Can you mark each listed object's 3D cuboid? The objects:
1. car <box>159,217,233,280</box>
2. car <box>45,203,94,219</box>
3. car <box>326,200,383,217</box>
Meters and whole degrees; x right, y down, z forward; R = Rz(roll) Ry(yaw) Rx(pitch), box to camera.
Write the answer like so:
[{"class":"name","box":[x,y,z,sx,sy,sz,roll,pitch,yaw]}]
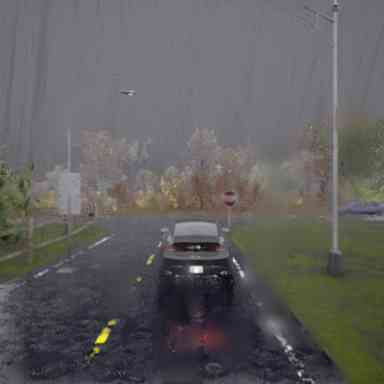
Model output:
[{"class":"car","box":[0.097,1.505,9.930,1.837,1.490,4.892,0,0,0]},{"class":"car","box":[-10.741,1.629,29.386,4.181,1.385,1.994,0,0,8]},{"class":"car","box":[14.782,1.407,29.359,5.357,1.411,2.033,-1,0,1]}]
